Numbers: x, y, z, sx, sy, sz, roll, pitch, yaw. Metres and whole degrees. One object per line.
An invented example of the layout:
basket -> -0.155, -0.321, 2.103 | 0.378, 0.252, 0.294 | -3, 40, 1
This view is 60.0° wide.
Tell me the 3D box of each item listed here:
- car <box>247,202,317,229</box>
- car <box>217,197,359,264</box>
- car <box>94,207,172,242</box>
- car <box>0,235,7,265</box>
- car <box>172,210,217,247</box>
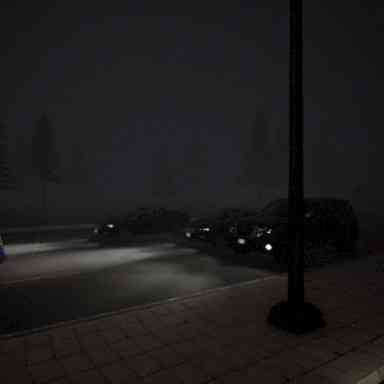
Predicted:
car -> 6.155, 1.513, 22.389 | 4.892, 1.490, 1.837 | 0, 0, -35
car -> 3.851, 1.227, 12.170 | 5.566, 2.045, 2.150 | 0, 0, -35
car -> -2.321, 1.496, 16.430 | 4.902, 1.511, 2.128 | 0, 0, -35
car -> -7.400, 1.351, 8.521 | 4.553, 1.767, 2.097 | 0, 0, -35
car -> 1.856, 1.497, 15.103 | 4.902, 1.511, 2.128 | 0, 0, -35
